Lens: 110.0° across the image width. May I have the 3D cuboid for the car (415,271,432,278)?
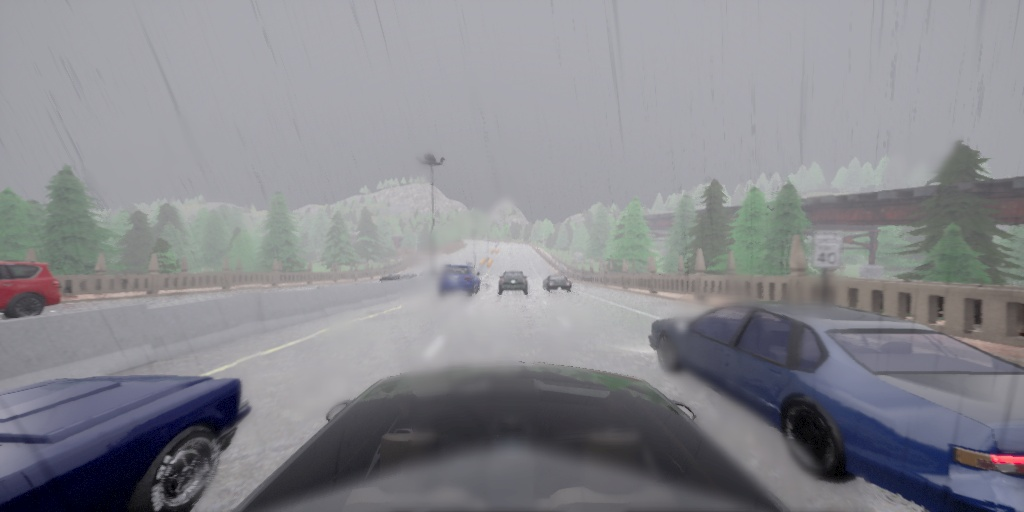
[{"bbox_3d":[-10.589,2.667,46.430,2.097,1.767,4.553,0,-2,0],"label":"car"}]

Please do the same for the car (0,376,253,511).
[{"bbox_3d":[-3.402,1.348,1.247,1.895,1.301,4.718,0,0,0],"label":"car"}]

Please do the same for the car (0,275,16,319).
[{"bbox_3d":[-14.102,1.282,6.942,1.882,1.535,5.008,0,-1,0],"label":"car"}]

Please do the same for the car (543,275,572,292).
[{"bbox_3d":[3.588,2.236,29.300,1.895,1.301,4.718,0,-2,0],"label":"car"}]

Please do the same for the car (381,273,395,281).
[{"bbox_3d":[-17.571,3.165,52.674,1.895,1.301,4.718,0,-2,1],"label":"car"}]

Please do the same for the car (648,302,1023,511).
[{"bbox_3d":[3.597,1.308,4.610,2.033,1.411,5.357,0,-1,0],"label":"car"}]

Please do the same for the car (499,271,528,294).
[{"bbox_3d":[0.089,1.921,27.631,2.097,1.767,4.553,0,-2,0],"label":"car"}]

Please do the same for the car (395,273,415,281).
[{"bbox_3d":[-14.085,3.004,49.527,1.994,1.385,4.181,0,-2,0],"label":"car"}]

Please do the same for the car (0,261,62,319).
[{"bbox_3d":[-17.604,1.128,10.771,2.150,2.045,5.566,0,-2,0],"label":"car"}]

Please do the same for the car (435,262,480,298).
[{"bbox_3d":[-3.410,1.643,23.919,2.150,2.045,5.566,0,-2,0],"label":"car"}]
